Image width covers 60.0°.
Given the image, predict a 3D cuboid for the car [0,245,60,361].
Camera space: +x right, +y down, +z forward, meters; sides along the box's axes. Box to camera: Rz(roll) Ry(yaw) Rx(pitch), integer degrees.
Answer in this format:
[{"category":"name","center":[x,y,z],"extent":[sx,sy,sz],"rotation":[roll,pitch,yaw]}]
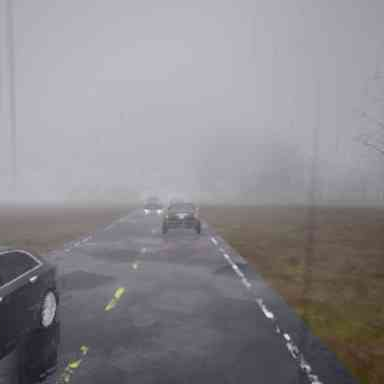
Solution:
[{"category":"car","center":[-3.189,1.510,3.990],"extent":[1.837,1.490,4.892],"rotation":[0,0,-1]}]

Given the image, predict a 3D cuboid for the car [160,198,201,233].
[{"category":"car","center":[-0.635,1.352,19.811],"extent":[2.097,1.767,4.553],"rotation":[0,0,-3]}]

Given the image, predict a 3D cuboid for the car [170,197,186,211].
[{"category":"car","center":[-1.834,1.481,42.924],"extent":[1.882,1.535,5.008],"rotation":[0,0,-3]}]

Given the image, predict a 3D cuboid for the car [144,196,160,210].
[{"category":"car","center":[-5.070,1.359,43.886],"extent":[2.097,1.767,4.553],"rotation":[0,0,-3]}]
